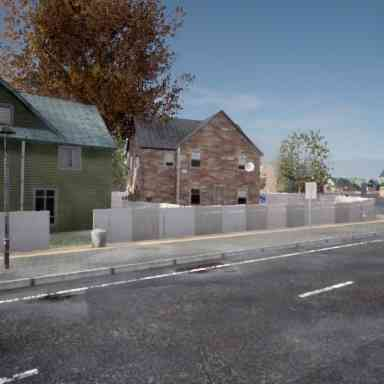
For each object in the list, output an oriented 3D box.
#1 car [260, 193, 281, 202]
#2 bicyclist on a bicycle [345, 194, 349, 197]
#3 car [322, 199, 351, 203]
[{"bbox_3d":[11.586,0.946,50.015,1.882,1.535,5.008,1,0,-20],"label":"car"},{"bbox_3d":[20.170,1.036,43.373,1.656,1.620,0.582,1,0,-20],"label":"bicyclist on a bicycle"},{"bbox_3d":[16.257,1.189,36.864,1.837,1.490,4.892,1,1,-20],"label":"car"}]
